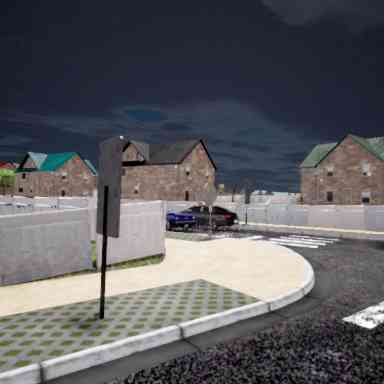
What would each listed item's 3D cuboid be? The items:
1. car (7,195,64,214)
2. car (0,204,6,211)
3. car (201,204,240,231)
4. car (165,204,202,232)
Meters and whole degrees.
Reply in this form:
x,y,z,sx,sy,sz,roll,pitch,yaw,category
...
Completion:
x,y,z,sx,sy,sz,roll,pitch,yaw,category
-11.853,1.048,25.584,4.553,1.767,2.097,0,-2,36,car
-17.232,1.076,33.028,4.553,1.767,2.097,1,-2,36,car
0.622,1.464,19.927,4.674,1.442,1.812,1,-2,37,car
-2.059,1.408,18.430,4.718,1.301,1.895,1,-2,36,car
